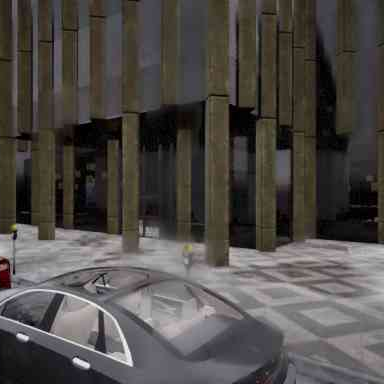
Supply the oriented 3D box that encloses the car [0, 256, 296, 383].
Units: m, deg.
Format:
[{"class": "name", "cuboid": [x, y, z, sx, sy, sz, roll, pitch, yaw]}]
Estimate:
[{"class": "car", "cuboid": [-1.114, 1.551, 3.763, 4.403, 1.369, 2.008, 0, 0, 36]}]
